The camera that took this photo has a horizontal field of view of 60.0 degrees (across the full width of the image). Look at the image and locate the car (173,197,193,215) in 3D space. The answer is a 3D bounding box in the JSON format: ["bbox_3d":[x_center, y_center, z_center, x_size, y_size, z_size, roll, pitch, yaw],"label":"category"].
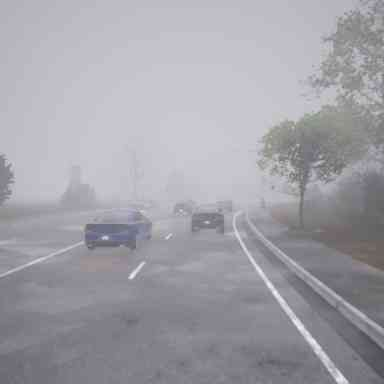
[{"bbox_3d":[-0.599,1.501,33.823,1.837,1.490,4.892,0,0,10],"label":"car"}]

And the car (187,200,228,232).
[{"bbox_3d":[1.055,1.478,20.287,1.882,1.535,5.008,0,0,5],"label":"car"}]

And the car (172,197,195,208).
[{"bbox_3d":[-1.160,1.496,47.711,1.837,1.490,4.892,0,-1,16],"label":"car"}]

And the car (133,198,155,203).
[{"bbox_3d":[-6.191,1.526,42.366,2.033,1.411,5.357,0,0,13],"label":"car"}]

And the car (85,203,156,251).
[{"bbox_3d":[-2.944,1.472,14.266,1.882,1.535,5.008,0,0,3],"label":"car"}]

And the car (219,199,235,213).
[{"bbox_3d":[3.812,1.498,38.017,2.128,1.511,4.902,0,0,12],"label":"car"}]
